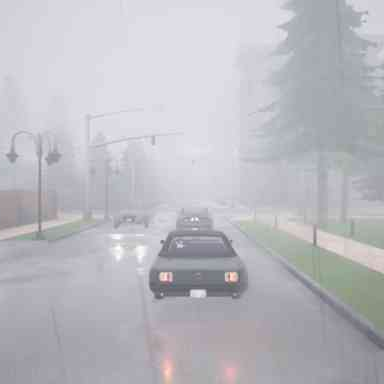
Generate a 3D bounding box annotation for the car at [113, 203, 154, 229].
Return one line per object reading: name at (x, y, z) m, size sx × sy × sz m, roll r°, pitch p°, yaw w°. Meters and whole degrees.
car at (-3.465, 1.346, 20.333) m, size 1.994 × 1.385 × 4.181 m, roll 0°, pitch 0°, yaw 0°

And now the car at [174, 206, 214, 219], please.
car at (0.131, 1.494, 17.650) m, size 1.837 × 1.490 × 4.892 m, roll 0°, pitch 0°, yaw 0°

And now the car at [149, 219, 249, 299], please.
car at (0.119, 1.596, 8.388) m, size 1.895 × 1.301 × 4.718 m, roll 0°, pitch 0°, yaw 0°
